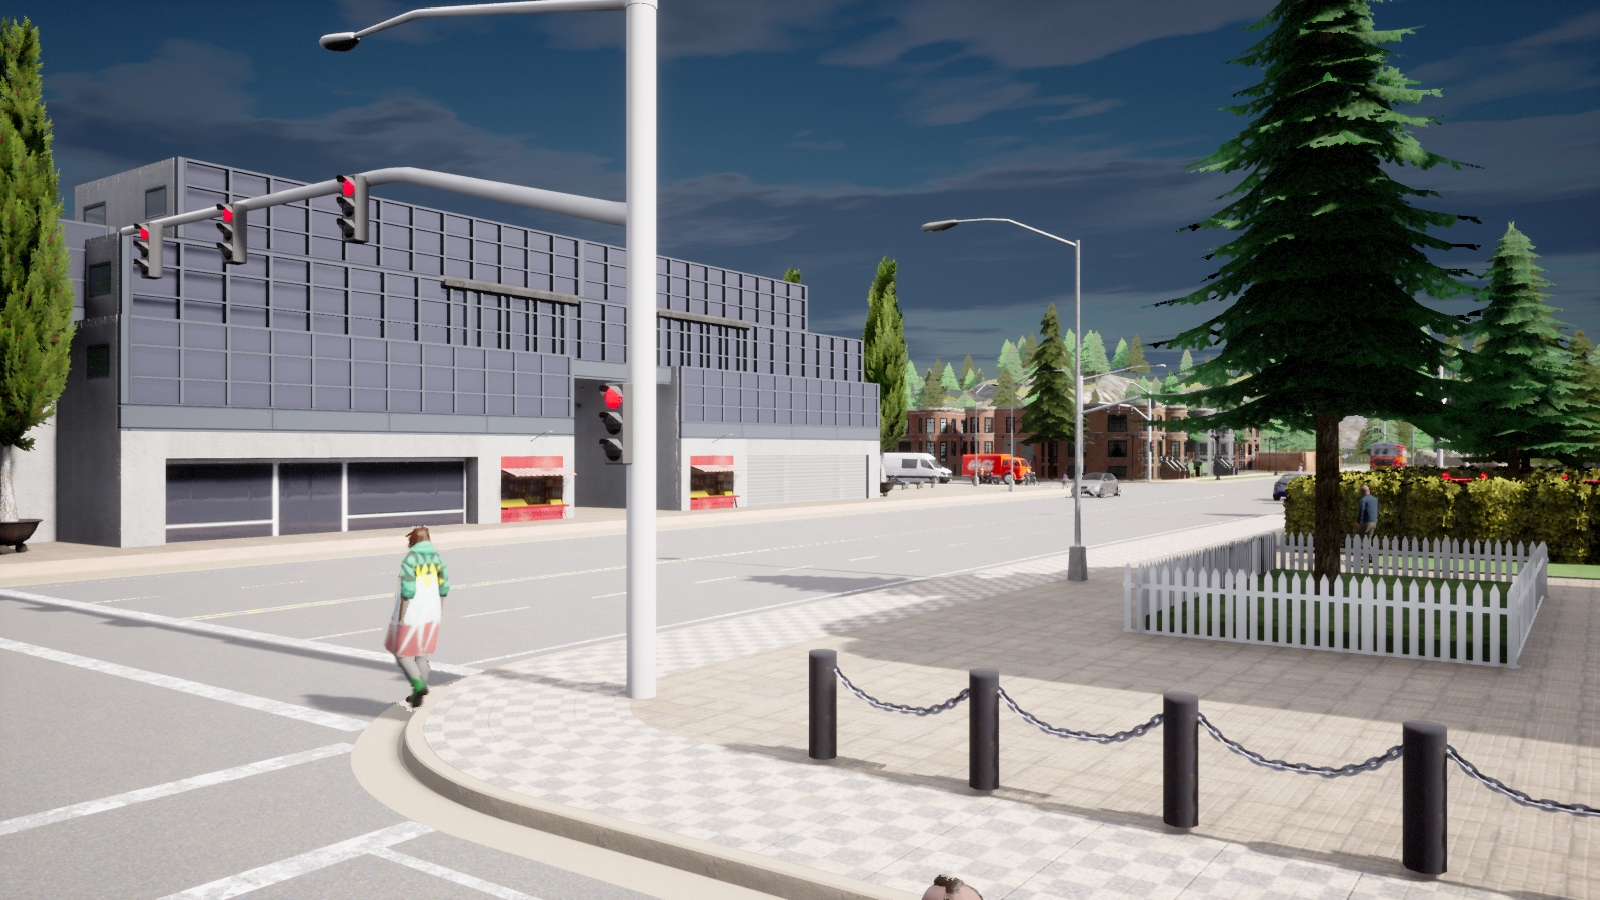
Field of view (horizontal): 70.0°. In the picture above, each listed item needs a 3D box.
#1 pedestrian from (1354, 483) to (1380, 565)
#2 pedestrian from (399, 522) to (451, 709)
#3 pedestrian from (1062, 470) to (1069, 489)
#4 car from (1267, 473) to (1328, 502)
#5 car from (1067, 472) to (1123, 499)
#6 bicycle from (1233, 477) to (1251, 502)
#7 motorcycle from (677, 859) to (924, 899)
[{"bbox_3d":[13.052,1.690,26.313,0.375,1.860,0.375,0,0,-20],"label":"pedestrian"},{"bbox_3d":[-3.888,1.697,11.846,0.375,1.860,0.375,0,0,38],"label":"pedestrian"},{"bbox_3d":[17.838,1.976,76.748,0.375,1.300,0.375,0,0,33],"label":"pedestrian"},{"bbox_3d":[27.765,2.063,63.661,2.163,1.488,4.792,0,0,35],"label":"car"},{"bbox_3d":[17.370,2.065,67.088,1.816,1.474,4.193,0,0,35],"label":"car"},{"bbox_3d":[24.342,2.155,62.866,0.859,1.276,1.487,0,3,23],"label":"bicycle"},{"bbox_3d":[0.509,2.205,3.428,2.209,1.251,0.867,0,0,35],"label":"motorcycle"}]
